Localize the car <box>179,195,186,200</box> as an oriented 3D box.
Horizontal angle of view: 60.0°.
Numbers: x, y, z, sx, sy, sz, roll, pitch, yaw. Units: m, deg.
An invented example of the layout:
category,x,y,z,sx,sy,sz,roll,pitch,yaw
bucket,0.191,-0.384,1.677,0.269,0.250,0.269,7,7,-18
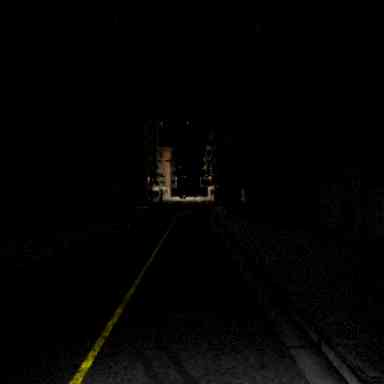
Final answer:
category,x,y,z,sx,sy,sz,roll,pitch,yaw
car,-2.742,1.449,95.340,2.033,1.411,5.357,0,0,0
